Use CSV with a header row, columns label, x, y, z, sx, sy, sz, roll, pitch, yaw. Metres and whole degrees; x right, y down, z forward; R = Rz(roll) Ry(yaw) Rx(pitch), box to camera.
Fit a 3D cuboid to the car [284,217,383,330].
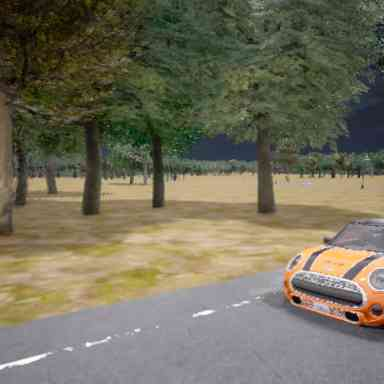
label,x,y,z,sx,sy,sz,roll,pitch,yaw
car,3.980,1.361,6.926,4.553,1.767,2.097,0,0,-36
